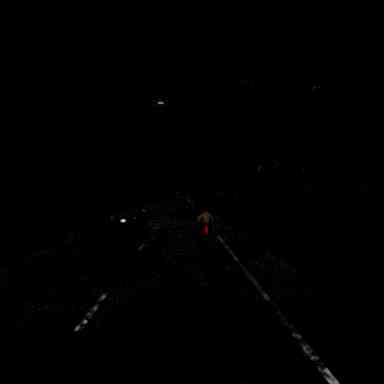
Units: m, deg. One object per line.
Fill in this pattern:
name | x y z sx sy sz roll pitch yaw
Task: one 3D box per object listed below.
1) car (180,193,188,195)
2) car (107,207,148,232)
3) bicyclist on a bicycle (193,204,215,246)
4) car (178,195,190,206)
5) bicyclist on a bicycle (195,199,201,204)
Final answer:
car | -1.822 1.293 73.823 2.150 2.045 5.566 0 0 -1
car | -3.897 1.583 20.582 1.994 1.385 4.181 0 0 -1
bicyclist on a bicycle | 0.600 1.448 14.431 0.866 1.612 1.509 0 0 -1
car | -1.322 1.615 57.692 1.994 1.385 4.181 0 0 -1
bicyclist on a bicycle | 0.398 1.391 23.577 0.659 1.776 1.843 0 0 -1
